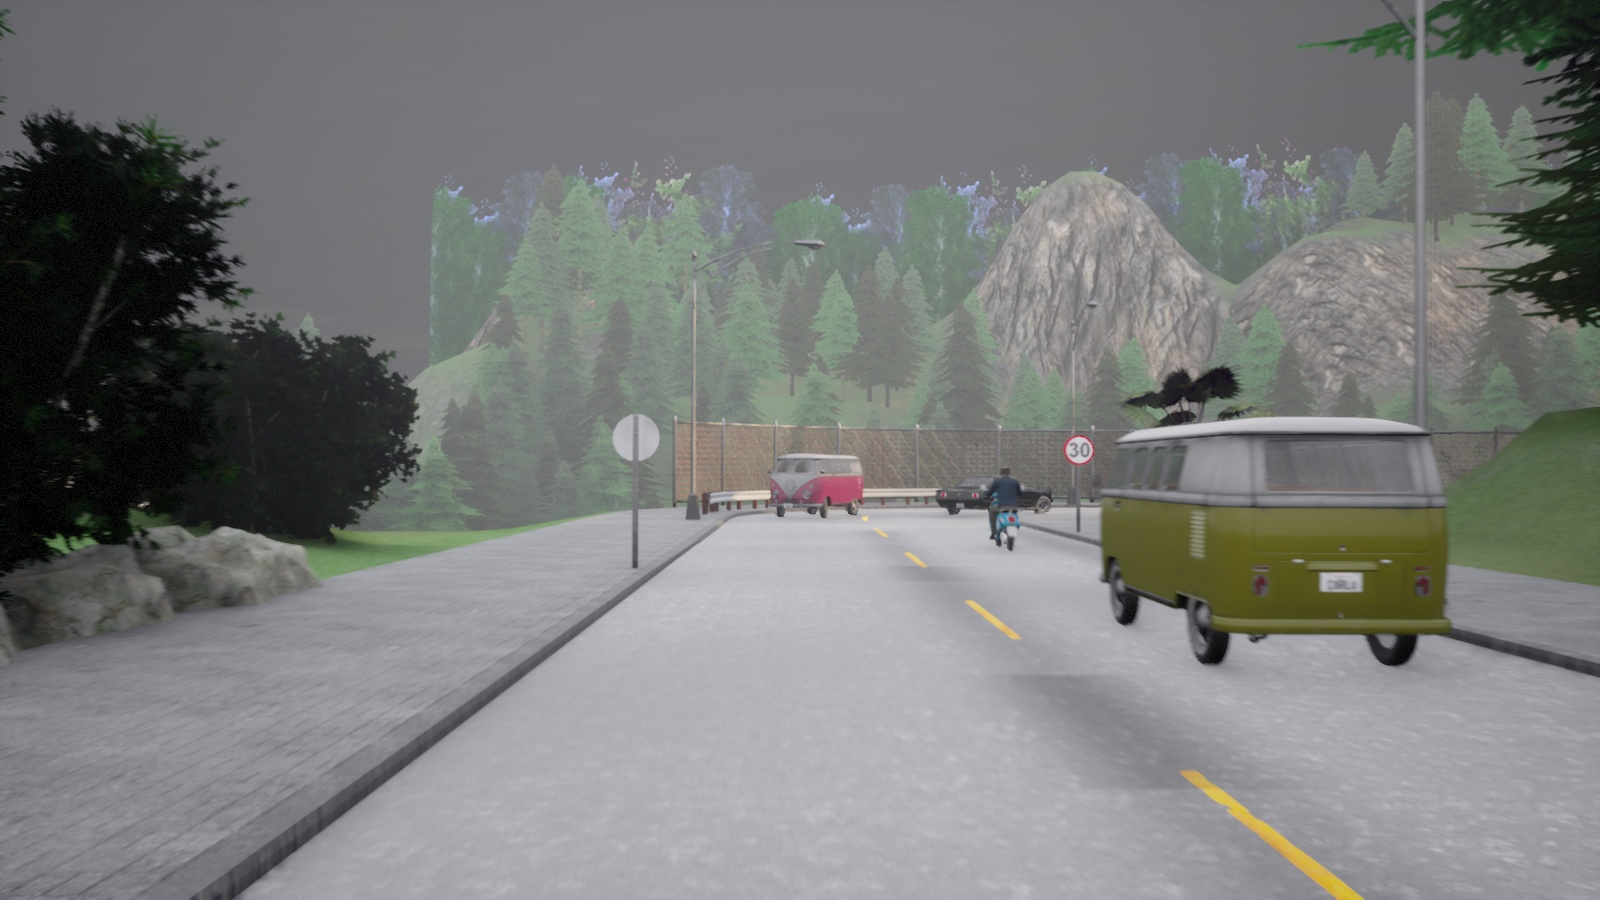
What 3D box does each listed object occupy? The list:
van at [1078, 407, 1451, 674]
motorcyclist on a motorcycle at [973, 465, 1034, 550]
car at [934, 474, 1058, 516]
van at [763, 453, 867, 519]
[{"bbox_3d":[3.969,0.707,11.624,1.775,1.987,4.442,0,-1,0],"label":"van"},{"bbox_3d":[3.938,1.086,24.420,0.866,1.590,1.817,0,-1,0],"label":"motorcyclist on a motorcycle"},{"bbox_3d":[6.648,1.470,42.217,1.895,1.301,4.718,-1,-1,41],"label":"car"},{"bbox_3d":[0.534,1.116,39.957,1.775,1.987,4.442,-1,-1,22],"label":"van"}]
